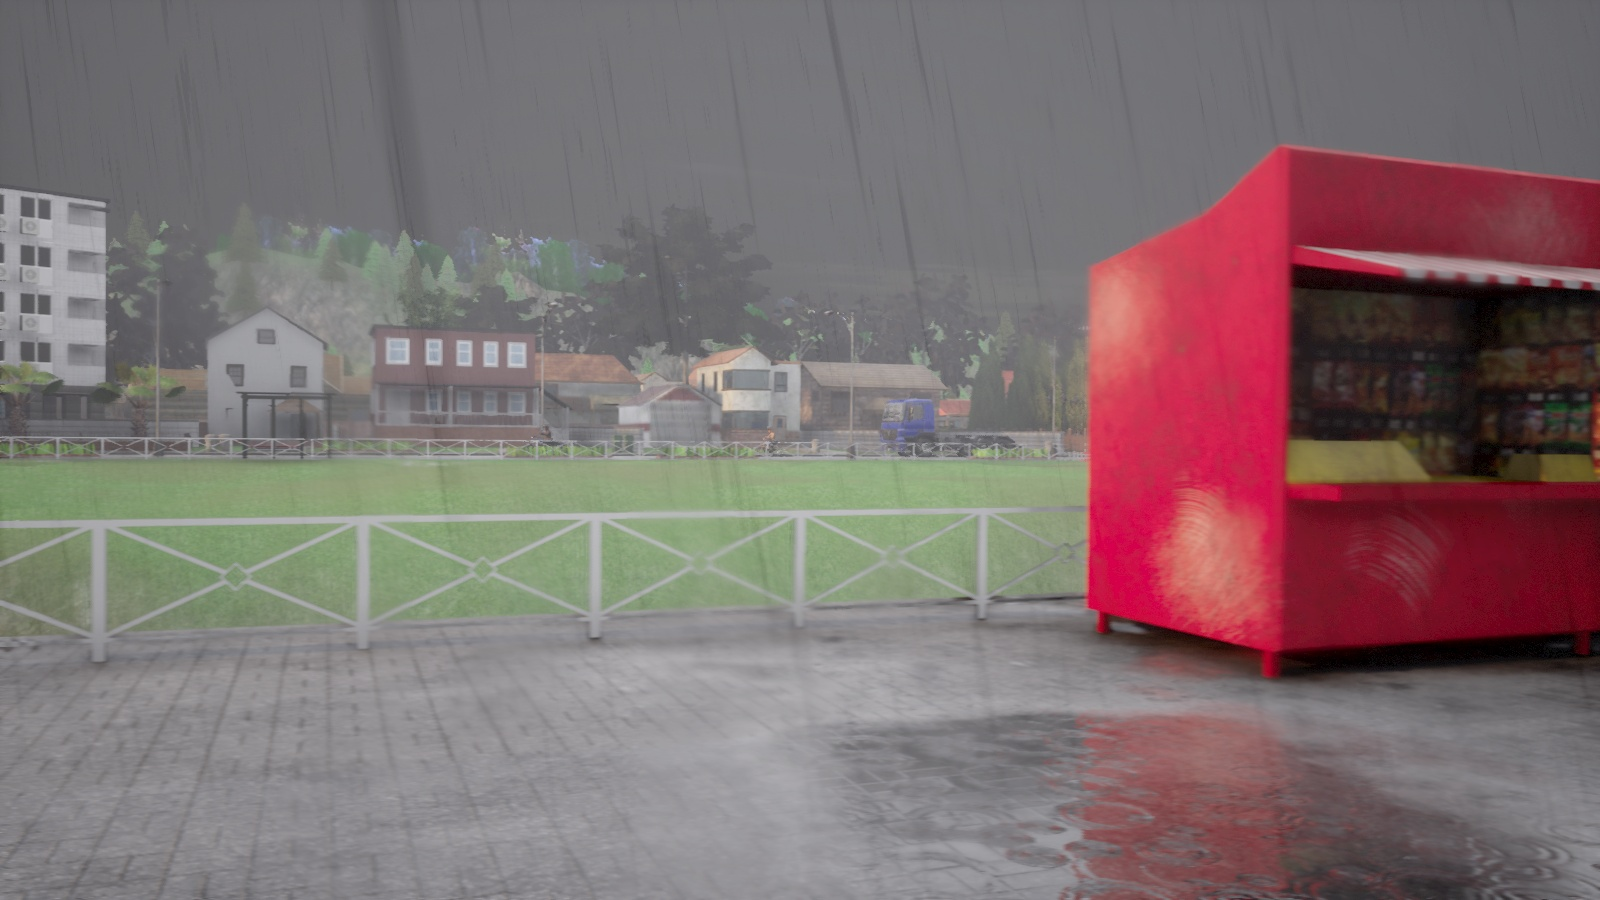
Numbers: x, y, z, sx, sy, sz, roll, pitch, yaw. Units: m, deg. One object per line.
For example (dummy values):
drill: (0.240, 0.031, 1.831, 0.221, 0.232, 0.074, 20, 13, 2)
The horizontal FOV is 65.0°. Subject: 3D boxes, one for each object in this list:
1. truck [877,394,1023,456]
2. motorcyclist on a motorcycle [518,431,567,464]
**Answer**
truck: (8.744, -1.468, 73.075, 7.936, 3.462, 2.891, -1, 1, -21)
motorcyclist on a motorcycle: (-13.282, -0.161, 64.730, 2.350, 1.649, 0.766, -1, 1, -21)
